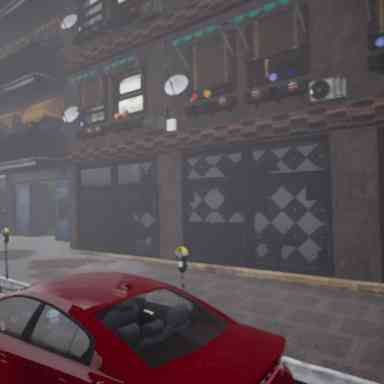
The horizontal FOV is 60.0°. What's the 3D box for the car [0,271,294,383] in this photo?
[{"bbox_3d":[-1.229,1.574,3.622,4.507,1.381,1.887,-1,-2,36],"label":"car"}]
